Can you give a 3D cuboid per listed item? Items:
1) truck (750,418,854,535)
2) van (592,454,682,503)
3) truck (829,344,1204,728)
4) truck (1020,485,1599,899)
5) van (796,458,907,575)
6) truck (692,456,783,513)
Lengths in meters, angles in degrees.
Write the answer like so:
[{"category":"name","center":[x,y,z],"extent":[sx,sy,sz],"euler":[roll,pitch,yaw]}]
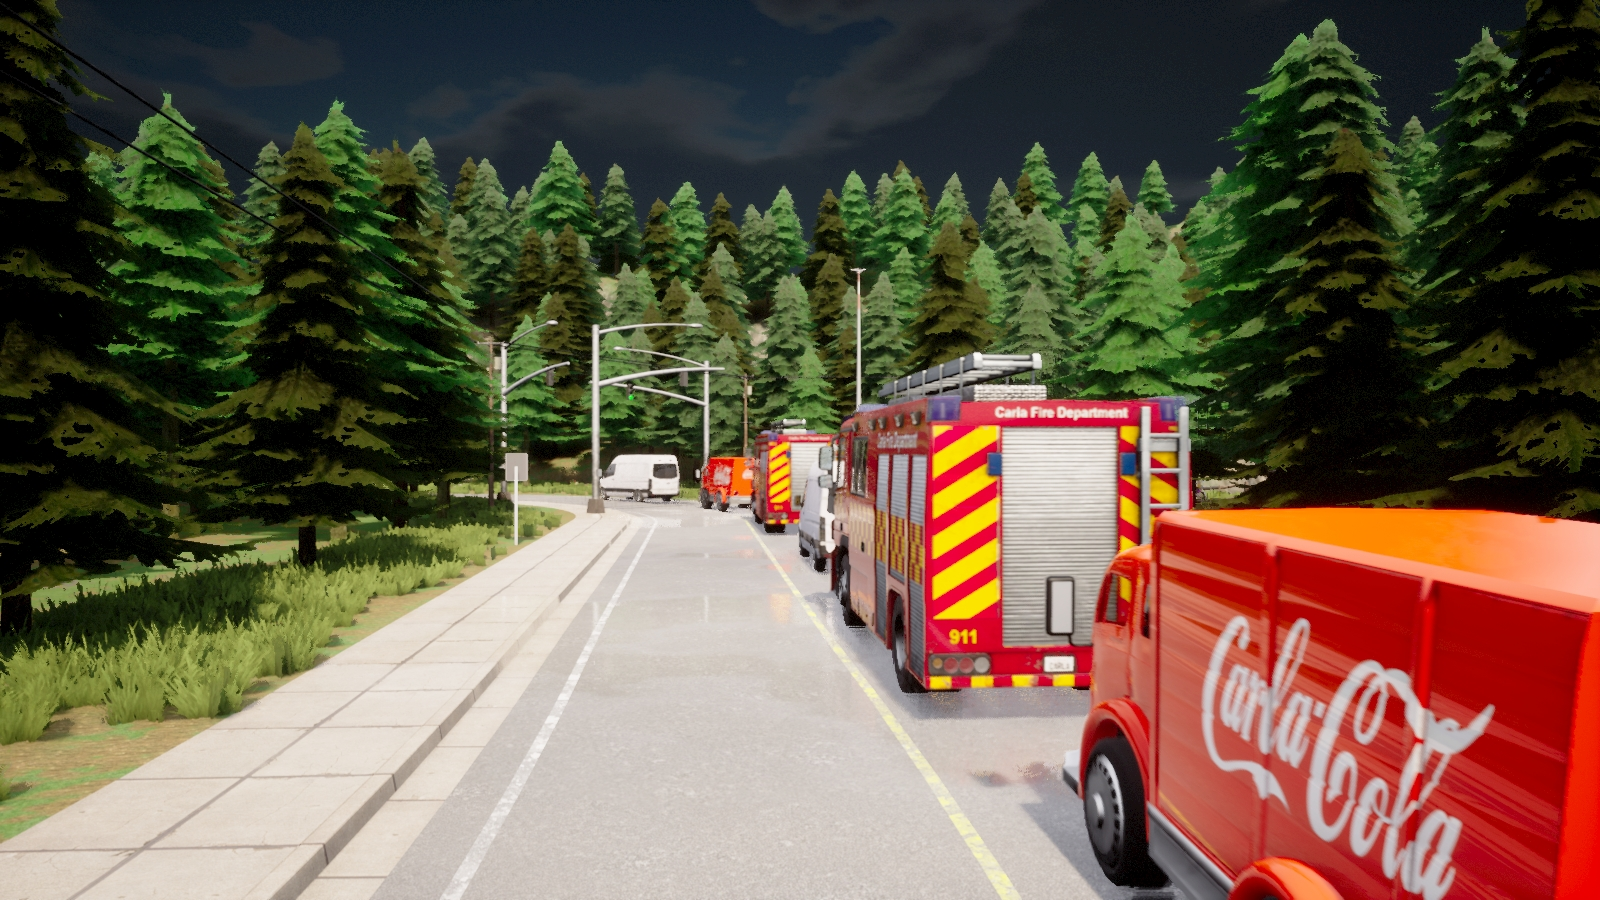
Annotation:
[{"category":"truck","center":[-0.112,0.863,41.670],"extent":[2.891,3.827,8.468],"euler":[0,0,-6]},{"category":"van","center":[-9.006,1.510,62.652],"extent":[1.988,2.561,5.915],"euler":[1,0,-41]},{"category":"truck","center":[2.310,0.862,15.742],"extent":[2.891,3.827,8.468],"euler":[0,0,-5]},{"category":"truck","center":[3.141,1.549,6.034],"extent":[2.627,2.467,5.204],"euler":[0,1,-4]},{"category":"van","center":[1.142,1.507,28.550],"extent":[1.988,2.561,5.915],"euler":[0,0,-5]},{"category":"truck","center":[-2.990,1.538,53.168],"extent":[2.627,2.467,5.204],"euler":[0,0,-23]}]
